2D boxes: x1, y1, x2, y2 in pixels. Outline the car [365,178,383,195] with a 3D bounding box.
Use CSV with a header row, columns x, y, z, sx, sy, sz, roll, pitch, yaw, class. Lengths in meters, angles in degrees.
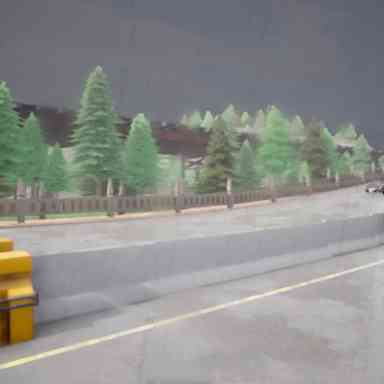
x,y,z,sx,sy,sz,roll,pitch,yaw,class
20.718,-0.670,36.205,4.902,1.511,2.128,-9,5,-35,car
